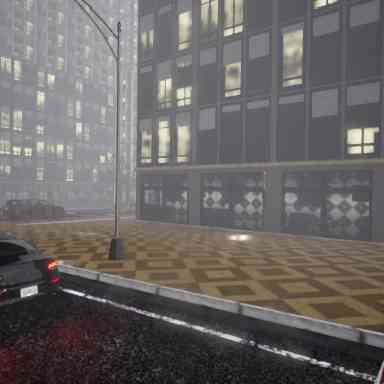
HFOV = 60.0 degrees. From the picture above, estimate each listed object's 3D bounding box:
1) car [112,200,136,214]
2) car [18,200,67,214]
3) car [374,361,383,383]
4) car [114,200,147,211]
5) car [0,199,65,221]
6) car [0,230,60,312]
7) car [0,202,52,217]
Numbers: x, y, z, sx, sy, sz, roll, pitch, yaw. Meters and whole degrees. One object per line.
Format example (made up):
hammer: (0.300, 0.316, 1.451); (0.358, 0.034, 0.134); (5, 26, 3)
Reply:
car: (-6.949, 1.830, 38.435); (1.752, 1.417, 4.829); (1, 0, 36)
car: (-17.245, 1.643, 38.591); (1.752, 1.417, 4.829); (1, 0, 36)
car: (3.243, 1.353, 1.374); (4.553, 1.767, 2.097); (0, 0, 35)
car: (-8.459, 1.822, 46.125); (1.994, 1.385, 4.181); (1, 0, 37)
car: (-13.740, 1.520, 29.219); (2.192, 1.841, 5.009); (1, 0, 36)
car: (-4.646, 1.522, 6.987); (4.674, 1.442, 1.812); (0, 0, 35)
car: (-17.154, 1.731, 34.338); (1.895, 1.301, 4.718); (1, 0, 36)
